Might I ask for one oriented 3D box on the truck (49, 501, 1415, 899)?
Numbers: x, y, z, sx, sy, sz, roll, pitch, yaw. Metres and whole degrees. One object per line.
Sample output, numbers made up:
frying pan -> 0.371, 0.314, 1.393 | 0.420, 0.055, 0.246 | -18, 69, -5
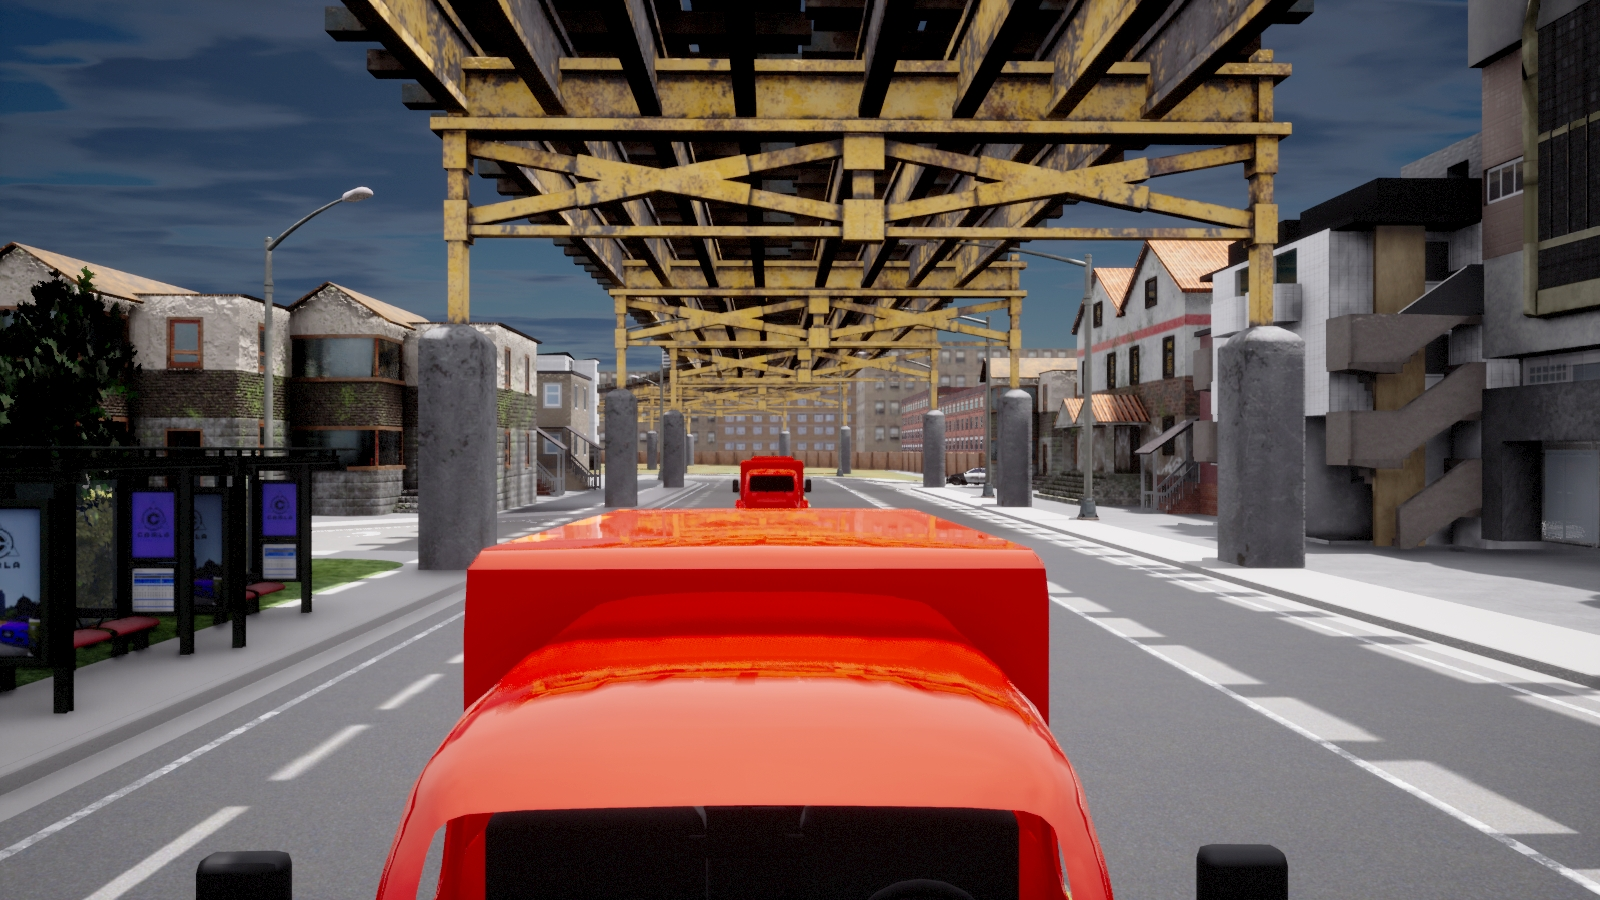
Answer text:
truck -> -0.167, 1.568, 4.802 | 2.627, 2.467, 5.204 | 0, 0, -1

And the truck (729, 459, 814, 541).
truck -> -0.935, 1.568, 37.988 | 2.627, 2.467, 5.204 | 0, 0, -1
